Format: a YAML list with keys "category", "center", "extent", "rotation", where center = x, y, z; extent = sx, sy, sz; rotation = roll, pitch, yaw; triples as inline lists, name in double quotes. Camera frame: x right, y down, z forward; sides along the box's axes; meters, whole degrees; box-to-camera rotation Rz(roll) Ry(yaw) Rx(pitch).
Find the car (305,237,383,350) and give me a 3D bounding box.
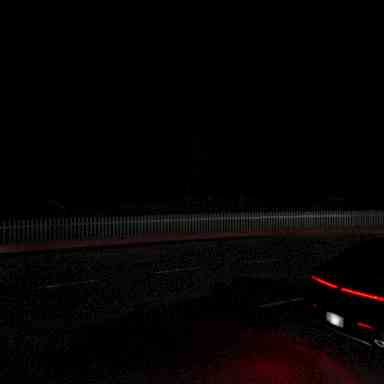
- category: "car"
  center: [4.179, 1.505, 5.561]
  extent: [4.892, 1.490, 1.837]
  rotation: [0, 0, -24]
